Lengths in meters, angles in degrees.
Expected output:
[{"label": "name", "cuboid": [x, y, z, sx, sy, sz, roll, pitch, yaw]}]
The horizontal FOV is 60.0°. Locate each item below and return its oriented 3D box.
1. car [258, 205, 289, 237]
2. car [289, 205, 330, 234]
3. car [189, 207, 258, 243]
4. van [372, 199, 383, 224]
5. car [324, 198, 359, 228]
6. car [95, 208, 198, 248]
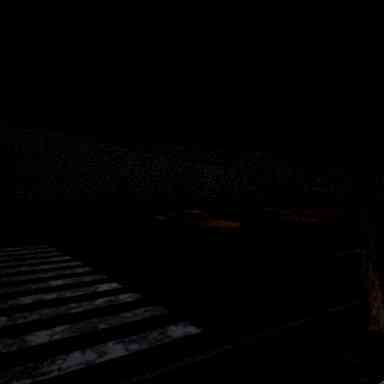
[{"label": "car", "cuboid": [2.494, 1.612, 18.446, 4.792, 1.488, 2.163, -1, -1, 34]}, {"label": "car", "cuboid": [5.102, 1.603, 20.062, 5.366, 1.575, 1.946, -1, -1, 34]}, {"label": "car", "cuboid": [0.246, 1.552, 16.597, 5.366, 1.575, 1.946, -1, -1, 34]}, {"label": "van", "cuboid": [12.338, 1.446, 25.310, 4.442, 1.987, 1.878, -1, -1, 34]}, {"label": "car", "cuboid": [9.829, 1.528, 23.614, 4.553, 1.767, 2.185, -1, -1, 34]}, {"label": "car", "cuboid": [-2.334, 1.575, 14.964, 4.674, 1.452, 2.002, -1, -1, 34]}]
